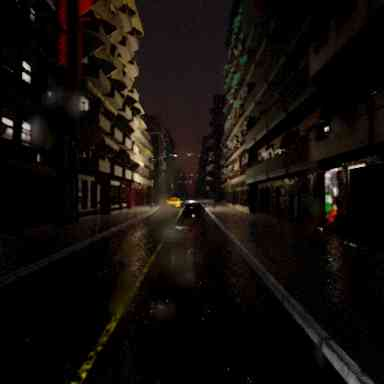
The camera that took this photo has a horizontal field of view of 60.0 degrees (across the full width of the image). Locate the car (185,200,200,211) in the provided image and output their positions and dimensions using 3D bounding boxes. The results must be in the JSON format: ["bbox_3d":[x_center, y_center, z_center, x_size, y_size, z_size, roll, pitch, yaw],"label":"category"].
[{"bbox_3d":[0.076,1.832,46.129,1.895,1.301,4.718,0,0,1],"label":"car"}]

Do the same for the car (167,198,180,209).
[{"bbox_3d":[-2.749,1.743,51.772,1.882,1.535,5.008,0,-1,0],"label":"car"}]

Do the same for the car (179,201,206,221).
[{"bbox_3d":[0.123,1.635,28.495,1.837,1.490,4.892,0,0,0],"label":"car"}]
